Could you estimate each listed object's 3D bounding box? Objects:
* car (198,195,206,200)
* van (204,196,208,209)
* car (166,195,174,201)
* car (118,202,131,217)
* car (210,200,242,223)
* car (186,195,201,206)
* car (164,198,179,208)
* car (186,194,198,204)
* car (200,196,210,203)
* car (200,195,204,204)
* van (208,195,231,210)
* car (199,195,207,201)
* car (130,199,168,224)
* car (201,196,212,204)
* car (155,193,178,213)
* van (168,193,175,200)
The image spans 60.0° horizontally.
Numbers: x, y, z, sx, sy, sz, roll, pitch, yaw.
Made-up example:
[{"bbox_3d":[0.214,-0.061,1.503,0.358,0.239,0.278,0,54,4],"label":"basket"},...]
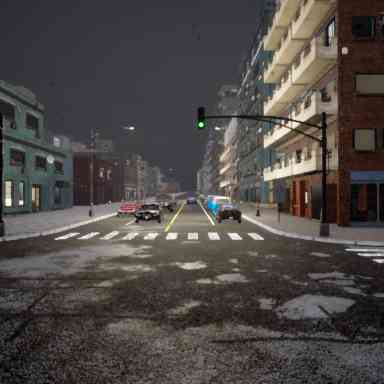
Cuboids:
[{"bbox_3d":[2.710,1.479,92.091,2.008,1.369,4.403,1,0,0],"label":"car"},{"bbox_3d":[2.709,1.330,41.864,1.690,1.788,3.998,1,0,0],"label":"van"},{"bbox_3d":[-5.671,1.503,86.469,1.947,1.339,4.313,1,0,0],"label":"car"},{"bbox_3d":[-5.677,1.577,30.667,1.802,1.307,4.206,1,0,0],"label":"car"},{"bbox_3d":[2.704,1.548,25.122,2.008,1.369,4.403,1,0,0],"label":"car"},{"bbox_3d":[0.005,1.543,54.988,1.994,1.385,4.181,0,0,0],"label":"car"},{"bbox_3d":[-3.069,1.584,50.175,1.895,1.301,4.718,0,0,0],"label":"car"},{"bbox_3d":[0.004,1.320,64.999,2.097,1.767,4.553,0,0,0],"label":"car"},{"bbox_3d":[2.708,1.528,69.767,1.947,1.339,4.313,1,0,0],"label":"car"},{"bbox_3d":[2.707,1.506,53.194,1.752,1.417,4.829,1,0,0],"label":"car"},{"bbox_3d":[2.707,1.336,30.701,1.690,1.788,3.998,1,0,0],"label":"van"},{"bbox_3d":[2.710,1.490,80.929,1.887,1.381,4.507,1,0,0],"label":"car"},{"bbox_3d":[-3.091,1.502,25.030,1.837,1.490,4.892,0,0,0],"label":"car"},{"bbox_3d":[2.707,1.535,64.187,1.947,1.339,4.313,1,0,0],"label":"car"},{"bbox_3d":[-3.083,1.212,36.713,2.150,2.045,5.566,0,0,0],"label":"car"},{"bbox_3d":[-5.666,1.269,92.049,1.690,1.788,3.998,1,0,0],"label":"van"}]
